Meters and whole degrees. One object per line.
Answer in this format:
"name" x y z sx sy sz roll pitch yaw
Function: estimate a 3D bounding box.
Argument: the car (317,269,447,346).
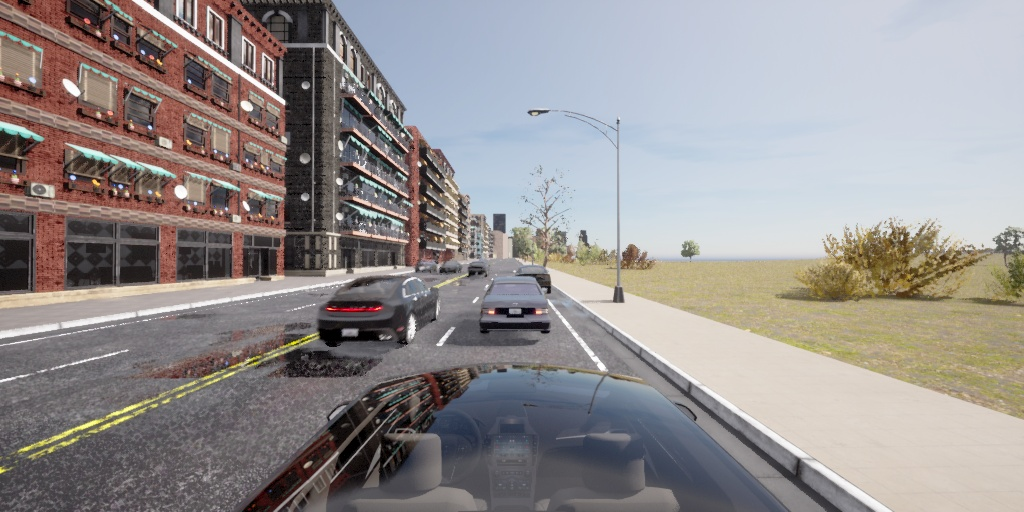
"car" -3.163 1.255 9.418 1.837 1.490 4.892 0 0 0

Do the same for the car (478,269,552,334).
"car" 0.089 1.299 10.632 2.033 1.411 5.357 0 0 0

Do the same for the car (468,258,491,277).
"car" -3.199 1.259 35.046 1.837 1.490 4.892 0 1 0

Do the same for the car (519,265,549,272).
"car" 1.109 1.230 20.396 1.882 1.535 5.008 0 0 0

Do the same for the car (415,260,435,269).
"car" -9.909 1.242 41.775 2.128 1.511 4.902 0 0 0

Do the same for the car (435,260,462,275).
"car" -6.656 1.229 39.224 1.882 1.535 5.008 0 0 0
